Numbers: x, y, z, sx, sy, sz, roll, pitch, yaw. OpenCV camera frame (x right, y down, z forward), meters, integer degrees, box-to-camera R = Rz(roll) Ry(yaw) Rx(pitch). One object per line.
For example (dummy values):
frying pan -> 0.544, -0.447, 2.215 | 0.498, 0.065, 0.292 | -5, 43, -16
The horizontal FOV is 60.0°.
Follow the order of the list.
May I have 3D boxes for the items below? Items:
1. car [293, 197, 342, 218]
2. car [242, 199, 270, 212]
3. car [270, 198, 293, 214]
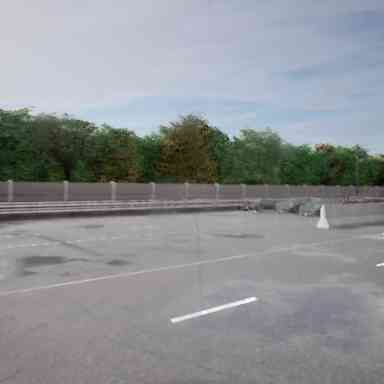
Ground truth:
car -> 11.496, 1.310, 29.580 | 4.553, 1.767, 2.097 | 0, 0, -36
car -> 7.243, 1.405, 35.179 | 4.181, 1.385, 1.994 | 0, -1, -36
car -> 10.397, 1.309, 33.105 | 4.553, 1.767, 2.097 | 0, 0, -36
